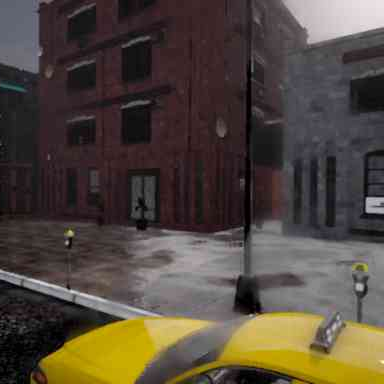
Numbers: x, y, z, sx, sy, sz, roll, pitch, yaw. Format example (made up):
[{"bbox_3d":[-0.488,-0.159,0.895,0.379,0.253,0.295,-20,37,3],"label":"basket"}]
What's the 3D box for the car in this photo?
[{"bbox_3d":[0.695,1.524,2.374,4.829,1.417,1.752,0,1,35],"label":"car"}]
